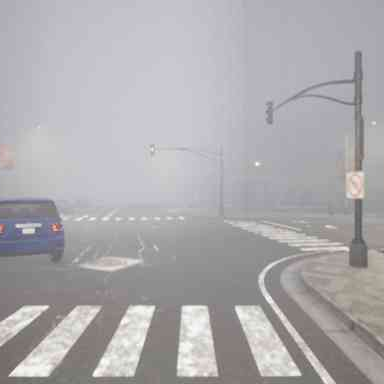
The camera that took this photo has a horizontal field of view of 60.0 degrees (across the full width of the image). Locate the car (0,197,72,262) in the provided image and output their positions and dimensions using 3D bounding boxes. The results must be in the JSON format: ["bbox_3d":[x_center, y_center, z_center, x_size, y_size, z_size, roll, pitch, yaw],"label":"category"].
[{"bbox_3d":[-5.956,1.203,11.480,2.150,2.045,5.566,1,-1,-32],"label":"car"}]

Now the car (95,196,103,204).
[{"bbox_3d":[-18.027,1.538,63.290,1.994,1.385,4.181,0,0,-9],"label":"car"}]

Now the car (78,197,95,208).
[{"bbox_3d":[-15.495,1.451,47.588,1.882,1.535,5.008,0,1,-9],"label":"car"}]

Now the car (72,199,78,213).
[{"bbox_3d":[-13.289,1.501,34.119,1.812,1.442,4.674,0,0,-10],"label":"car"}]
